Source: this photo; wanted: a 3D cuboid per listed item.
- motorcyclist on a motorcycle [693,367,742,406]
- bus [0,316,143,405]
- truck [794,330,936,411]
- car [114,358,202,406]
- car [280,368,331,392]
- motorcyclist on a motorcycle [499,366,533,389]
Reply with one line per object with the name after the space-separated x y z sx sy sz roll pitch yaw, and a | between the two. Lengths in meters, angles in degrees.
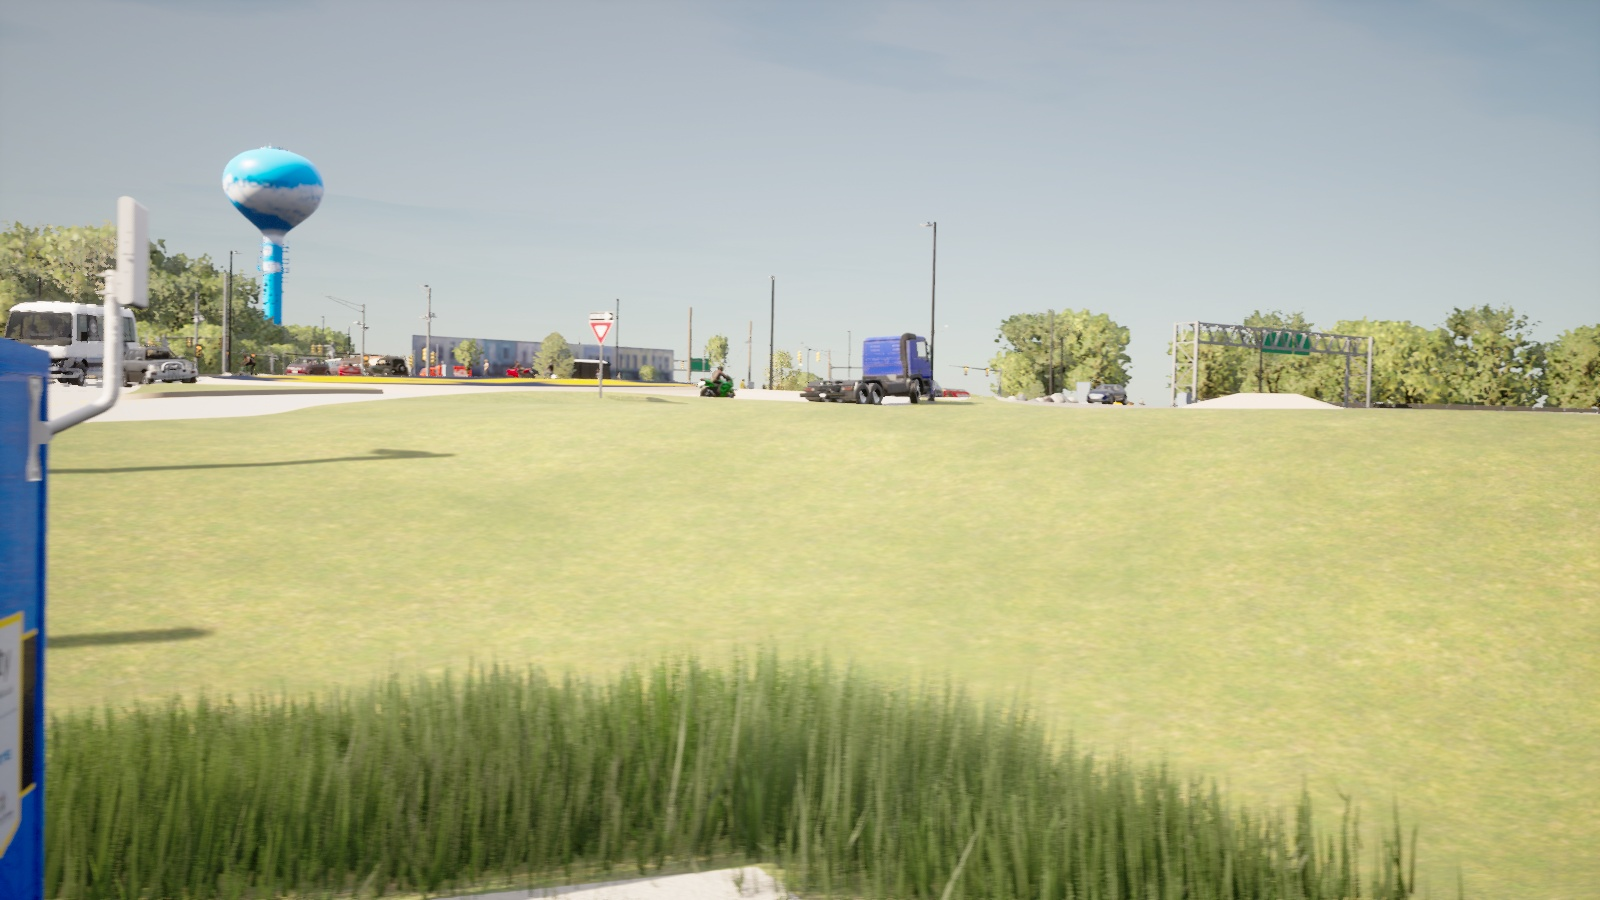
-3.333 -2.567 50.889 0.797 1.523 2.044 1 1 40 | motorcyclist on a motorcycle
-37.967 -4.668 65.289 3.944 4.253 10.273 0 4 -11 | bus
3.253 -3.872 60.014 2.891 3.462 7.936 -1 5 35 | truck
-27.380 -2.932 53.491 1.932 1.855 4.605 -8 8 -43 | car
-33.711 -4.806 85.718 1.789 1.549 3.705 2 4 4 | car
-19.327 -4.916 85.514 2.044 1.523 0.797 0 3 11 | motorcyclist on a motorcycle
